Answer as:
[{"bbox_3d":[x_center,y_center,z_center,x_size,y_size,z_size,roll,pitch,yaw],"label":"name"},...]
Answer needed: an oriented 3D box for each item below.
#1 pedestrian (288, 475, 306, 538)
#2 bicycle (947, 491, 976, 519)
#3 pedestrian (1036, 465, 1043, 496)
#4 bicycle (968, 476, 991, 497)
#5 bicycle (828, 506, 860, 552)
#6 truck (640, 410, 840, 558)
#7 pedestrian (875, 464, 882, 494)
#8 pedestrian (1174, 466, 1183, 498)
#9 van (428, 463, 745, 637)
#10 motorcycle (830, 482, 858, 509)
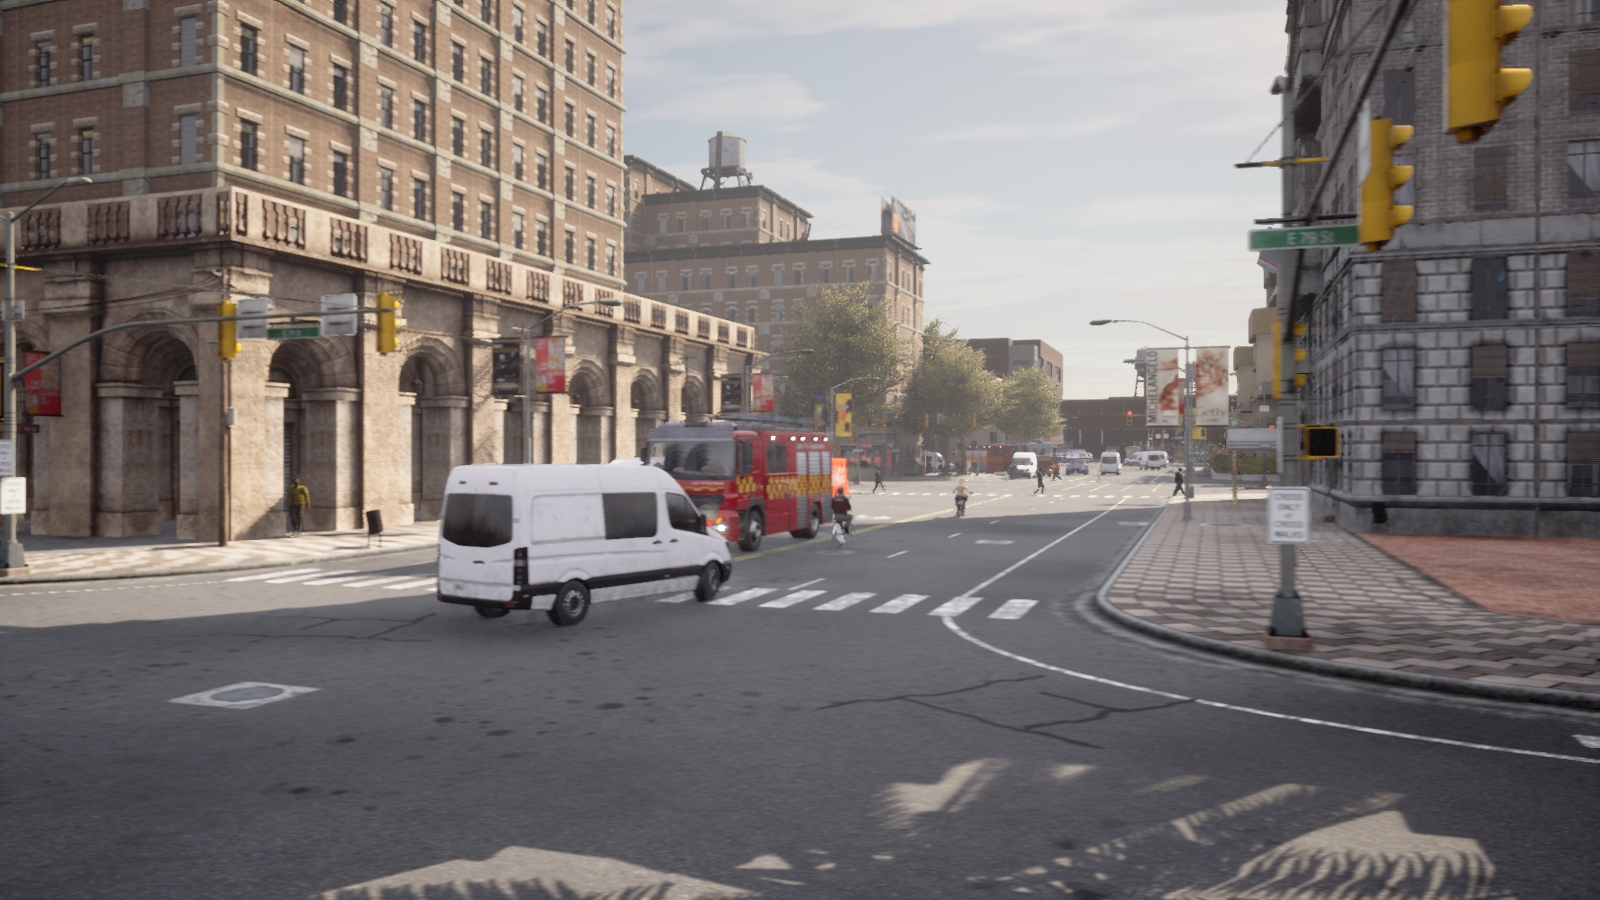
[{"bbox_3d":[-15.103,1.693,34.308,0.375,1.860,0.375,0,0,1],"label":"pedestrian"},{"bbox_3d":[6.666,2.255,47.127,0.859,1.080,1.487,0,0,20],"label":"bicycle"},{"bbox_3d":[14.660,1.848,69.982,0.375,1.860,0.375,0,0,20],"label":"pedestrian"},{"bbox_3d":[10.896,2.209,69.282,1.835,1.171,0.329,0,0,-44],"label":"bicycle"},{"bbox_3d":[1.258,2.209,32.240,0.329,1.171,1.835,0,0,20],"label":"bicycle"},{"bbox_3d":[-1.479,0.889,34.048,2.891,3.827,8.468,0,0,20],"label":"truck"},{"bbox_3d":[5.002,1.847,72.551,0.375,1.860,0.375,0,0,17],"label":"pedestrian"},{"bbox_3d":[22.093,1.846,66.699,0.375,1.860,0.375,0,0,3],"label":"pedestrian"},{"bbox_3d":[-3.486,1.532,20.153,1.988,2.561,5.915,0,0,32],"label":"van"},{"bbox_3d":[2.146,2.181,55.283,0.856,1.236,1.805,0,0,20],"label":"motorcycle"}]
